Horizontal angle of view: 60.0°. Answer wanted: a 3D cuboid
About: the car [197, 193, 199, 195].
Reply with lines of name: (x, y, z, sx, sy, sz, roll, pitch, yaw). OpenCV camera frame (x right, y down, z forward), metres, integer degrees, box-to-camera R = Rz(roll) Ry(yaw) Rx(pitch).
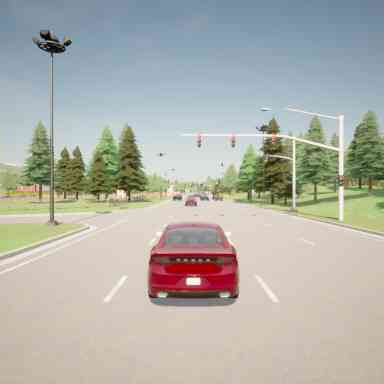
car: (3.232, 1.357, 94.187, 2.128, 1.511, 4.902, 0, 0, 0)

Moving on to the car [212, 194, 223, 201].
car: (6.762, 1.516, 83.778, 2.128, 1.511, 4.902, 0, 0, 0)

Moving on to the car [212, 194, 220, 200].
car: (6.732, 1.372, 94.197, 2.033, 1.411, 5.357, 0, 0, 0)

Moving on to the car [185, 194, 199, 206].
car: (-0.150, 1.525, 53.145, 1.812, 1.442, 4.674, 0, 0, 0)

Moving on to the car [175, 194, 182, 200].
car: (-3.768, 1.310, 94.167, 1.882, 1.535, 5.008, 0, 0, 0)

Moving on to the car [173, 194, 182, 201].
car: (-3.738, 1.469, 83.747, 1.882, 1.535, 5.008, 0, 0, 0)

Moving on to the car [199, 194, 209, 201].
car: (3.261, 1.516, 84.184, 1.812, 1.442, 4.674, 0, 0, 0)

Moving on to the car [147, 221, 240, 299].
car: (0.039, 1.478, 8.542, 1.882, 1.535, 5.008, 0, 0, 0)
